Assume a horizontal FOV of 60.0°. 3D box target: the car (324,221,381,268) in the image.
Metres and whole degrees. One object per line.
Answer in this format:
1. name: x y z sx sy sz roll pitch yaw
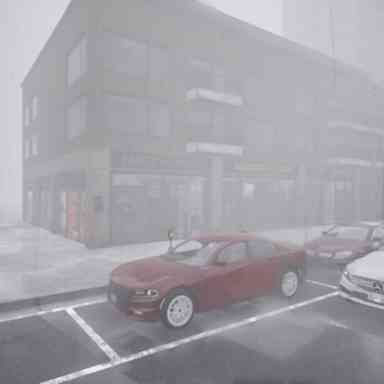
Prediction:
1. car: 5.019 1.577 10.088 4.206 1.307 1.802 0 0 -35

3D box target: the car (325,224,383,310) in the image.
1. car: 5.020 1.522 6.955 4.674 1.442 1.812 0 0 -35

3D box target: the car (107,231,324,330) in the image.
1. car: 0.515 1.543 6.888 4.507 1.381 1.887 0 0 -35
